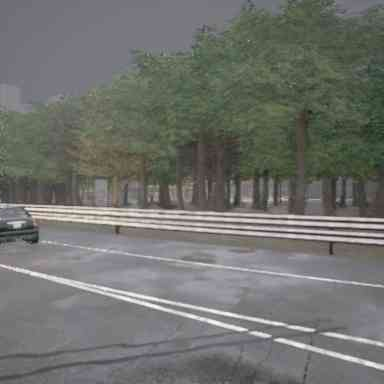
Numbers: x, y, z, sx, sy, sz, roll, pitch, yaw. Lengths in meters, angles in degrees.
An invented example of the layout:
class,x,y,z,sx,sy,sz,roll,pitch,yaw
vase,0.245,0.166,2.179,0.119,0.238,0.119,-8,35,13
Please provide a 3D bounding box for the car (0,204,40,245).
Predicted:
class,x,y,z,sx,sy,sz,roll,pitch,yaw
car,-8.641,1.358,14.369,4.553,1.767,2.097,0,0,35
